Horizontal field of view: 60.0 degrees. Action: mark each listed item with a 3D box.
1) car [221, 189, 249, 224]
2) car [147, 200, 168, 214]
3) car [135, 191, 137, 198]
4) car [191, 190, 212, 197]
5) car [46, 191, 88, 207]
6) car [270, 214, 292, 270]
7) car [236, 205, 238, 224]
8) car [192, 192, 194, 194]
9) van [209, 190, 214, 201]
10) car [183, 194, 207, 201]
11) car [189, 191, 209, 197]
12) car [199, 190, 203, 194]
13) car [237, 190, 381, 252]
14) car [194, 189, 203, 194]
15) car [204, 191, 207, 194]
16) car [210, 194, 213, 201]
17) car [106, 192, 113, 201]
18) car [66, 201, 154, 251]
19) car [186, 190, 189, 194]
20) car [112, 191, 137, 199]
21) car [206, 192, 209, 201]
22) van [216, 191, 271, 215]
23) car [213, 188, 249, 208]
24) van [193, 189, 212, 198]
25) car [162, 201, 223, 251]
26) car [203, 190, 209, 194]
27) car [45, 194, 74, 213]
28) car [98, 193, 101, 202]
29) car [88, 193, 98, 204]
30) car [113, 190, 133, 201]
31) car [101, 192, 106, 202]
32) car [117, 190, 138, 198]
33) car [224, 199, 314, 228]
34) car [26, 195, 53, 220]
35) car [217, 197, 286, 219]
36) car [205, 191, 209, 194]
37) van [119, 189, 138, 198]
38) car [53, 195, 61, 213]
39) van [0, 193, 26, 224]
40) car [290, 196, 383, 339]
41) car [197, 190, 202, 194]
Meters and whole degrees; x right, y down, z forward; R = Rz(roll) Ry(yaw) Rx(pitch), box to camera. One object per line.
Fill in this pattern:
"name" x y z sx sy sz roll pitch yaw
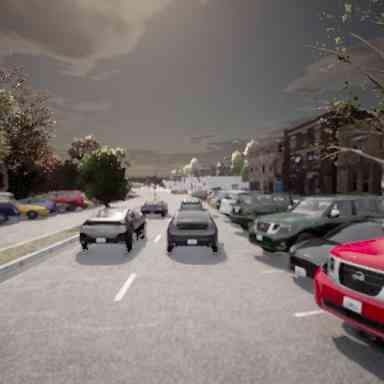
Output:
"car" 4.738 1.041 17.430 5.566 2.045 2.435 1 0 -20
"car" -3.043 1.300 27.784 1.895 1.301 4.718 0 1 0
"car" -14.973 0.787 71.612 4.674 1.452 2.002 -1 1 -24
"car" 2.404 0.438 83.723 4.553 1.767 2.185 0 1 -26
"car" -13.581 0.899 33.100 5.566 2.045 2.435 -1 1 -20
"car" 4.716 1.419 8.388 4.792 1.488 2.163 1 1 -20
"car" 4.694 1.354 14.399 4.792 1.488 2.163 1 1 -20
"car" 3.134 0.703 74.685 4.674 1.452 2.002 0 0 -25
"van" 4.529 0.871 35.417 4.442 1.987 1.878 1 1 -21
"car" -0.041 1.184 28.372 2.128 1.511 4.902 0 1 0
"car" 1.958 0.533 89.697 4.792 1.488 2.163 0 0 -26
"car" 4.293 0.897 53.572 5.008 1.535 2.097 0 0 -22
"car" 4.711 1.106 11.389 5.566 2.045 2.435 1 1 -20
"car" 3.890 0.545 62.605 5.566 2.045 2.435 0 1 -23
"car" 4.516 0.999 44.508 4.892 1.521 2.231 1 0 -21
"car" 4.679 1.160 32.465 4.792 1.488 2.163 1 0 -20
"car" -13.700 1.024 44.989 5.008 1.535 2.097 -1 1 -21
"car" -2.981 1.346 13.358 2.128 1.511 4.902 0 1 0
"car" 1.915 0.527 86.636 5.366 1.575 1.946 0 1 -26
"car" -15.618 0.686 77.437 5.366 1.575 1.946 -1 1 -25
"car" 4.781 1.063 38.548 5.366 1.575 1.946 1 0 -21
"van" 4.562 0.936 29.392 4.442 1.987 1.878 1 1 -20
"car" 4.716 0.977 23.438 5.566 2.045 2.435 1 0 -20
"van" 2.546 0.371 80.649 4.442 1.987 1.878 0 1 -25
"car" 0.020 1.360 13.413 1.837 1.490 4.892 0 1 0
"car" 4.445 0.839 47.525 4.553 1.767 2.185 0 0 -22
"car" -13.510 1.210 30.155 4.792 1.488 2.163 -1 0 -20
"car" -13.602 1.088 39.057 4.892 1.521 2.231 -1 1 -21
"car" -13.404 1.112 36.157 5.366 1.575 1.946 -1 0 -20
"car" -14.564 0.839 62.672 5.366 1.575 1.946 -1 1 -23
"car" -13.624 0.929 42.033 4.553 1.767 2.185 -1 1 -21
"car" -15.683 0.529 80.476 4.553 1.767 2.185 -1 1 -25
"car" 4.703 1.260 20.421 5.008 1.535 2.097 1 1 -20
"car" -13.334 1.238 24.256 5.366 1.575 1.946 -1 0 -20
"car" 4.681 1.195 26.432 5.008 1.535 2.097 1 1 -20
"car" 4.585 1.031 41.490 5.008 1.535 2.097 1 1 -21
"van" -15.893 0.396 83.462 4.442 1.987 1.878 -1 1 -25
"car" -13.548 1.243 27.152 4.792 1.488 2.163 -1 1 -20
"van" -13.390 1.048 21.255 4.442 1.987 1.878 -1 0 -20
"car" 4.729 1.171 5.375 5.566 2.045 2.435 1 1 -20
"car" 4.065 0.830 59.605 5.008 1.535 2.097 0 1 -23
